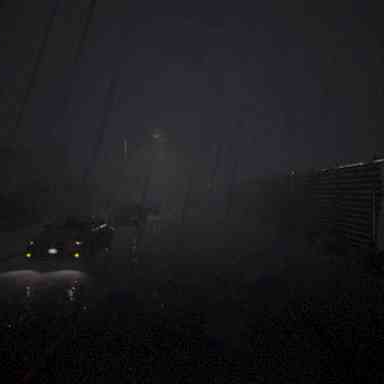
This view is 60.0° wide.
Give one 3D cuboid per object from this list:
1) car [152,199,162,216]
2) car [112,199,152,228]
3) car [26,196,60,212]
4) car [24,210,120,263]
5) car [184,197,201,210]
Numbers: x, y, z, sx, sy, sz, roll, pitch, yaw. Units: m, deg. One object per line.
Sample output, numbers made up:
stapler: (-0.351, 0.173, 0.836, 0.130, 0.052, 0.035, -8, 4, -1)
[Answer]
car: (-4.048, 1.428, 32.094, 1.882, 1.535, 5.008, 0, 0, 0)
car: (-4.087, 1.444, 21.831, 1.882, 1.535, 5.008, 0, 0, 0)
car: (-14.555, 1.125, 31.802, 3.633, 1.501, 1.845, 0, 0, -3)
car: (-4.096, 1.546, 11.760, 1.994, 1.385, 4.181, 0, 0, 0)
car: (0.081, 1.439, 41.900, 1.837, 1.490, 4.892, 0, 0, 0)
